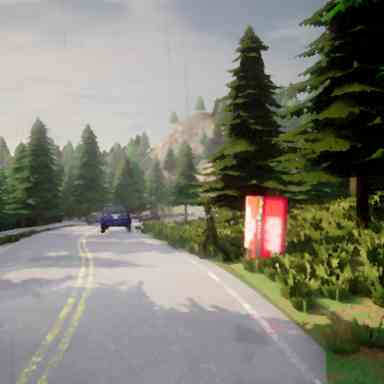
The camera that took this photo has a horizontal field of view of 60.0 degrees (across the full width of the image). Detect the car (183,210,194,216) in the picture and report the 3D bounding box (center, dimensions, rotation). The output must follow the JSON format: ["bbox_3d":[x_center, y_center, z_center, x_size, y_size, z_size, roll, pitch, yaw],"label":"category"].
[{"bbox_3d":[-0.693,4.761,74.946,1.812,1.442,4.674,0,-3,13],"label":"car"}]

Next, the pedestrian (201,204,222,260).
[{"bbox_3d":[0.589,1.263,10.701,0.375,1.860,0.375,-4,3,-16],"label":"pedestrian"}]

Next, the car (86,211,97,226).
[{"bbox_3d":[-9.703,2.774,35.517,1.837,1.490,4.892,-1,-3,3],"label":"car"}]

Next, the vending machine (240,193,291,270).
[{"bbox_3d":[2.124,1.117,9.714,1.100,2.100,0.880,2,1,-14],"label":"vending machine"}]

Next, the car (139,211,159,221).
[{"bbox_3d":[-5.447,3.189,43.041,1.812,1.442,4.674,0,-3,10],"label":"car"}]

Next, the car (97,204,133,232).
[{"bbox_3d":[-5.818,1.998,25.923,2.150,2.045,5.566,0,-3,-10],"label":"car"}]
